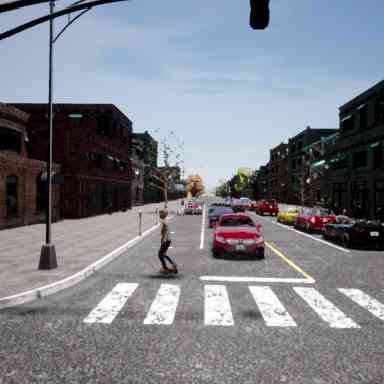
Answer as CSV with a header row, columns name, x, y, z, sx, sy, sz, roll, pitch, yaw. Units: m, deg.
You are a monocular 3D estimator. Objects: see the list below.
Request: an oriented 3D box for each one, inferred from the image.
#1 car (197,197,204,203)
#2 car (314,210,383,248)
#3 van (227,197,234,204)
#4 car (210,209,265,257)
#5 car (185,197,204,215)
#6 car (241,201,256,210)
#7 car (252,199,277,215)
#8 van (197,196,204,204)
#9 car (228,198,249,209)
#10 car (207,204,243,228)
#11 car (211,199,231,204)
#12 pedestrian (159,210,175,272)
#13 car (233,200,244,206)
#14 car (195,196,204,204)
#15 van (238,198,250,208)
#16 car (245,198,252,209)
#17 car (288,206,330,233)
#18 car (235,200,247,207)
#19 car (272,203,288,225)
name,x,y,z,sx,sy,sz,roll,pitch,yaw
car,2.441,2.252,93.877,1.967,1.590,4.097,0,-1,2
car,7.689,1.800,15.928,1.947,1.339,4.313,0,-1,2
van,10.814,2.287,93.541,1.690,1.788,3.998,0,-1,2
car,1.778,1.644,13.632,1.812,1.442,4.674,1,0,3
car,0.210,1.745,38.440,1.967,1.590,4.097,0,-1,2
car,9.251,2.173,54.734,1.802,1.307,4.206,0,-1,2
car,8.583,1.754,38.105,2.192,1.841,5.009,0,-1,2
van,2.218,2.103,88.334,1.690,1.788,3.998,0,-1,2
car,6.365,2.027,47.153,2.033,1.411,5.357,1,0,3
car,2.209,1.774,23.576,1.994,1.385,4.181,1,0,2
car,2.628,1.810,33.884,1.837,1.490,4.892,1,-1,2
pedestrian,-0.760,1.335,9.428,0.375,1.860,0.375,0,0,2
car,9.920,2.326,71.365,1.802,1.307,4.206,0,-1,2
car,1.996,2.026,82.790,2.192,1.841,5.009,0,-1,2
van,9.475,1.983,60.280,1.690,1.788,3.998,0,-1,2
car,9.028,1.981,49.191,1.967,1.590,4.097,0,-1,2
car,7.913,1.726,21.473,1.967,1.590,4.097,0,-1,2
car,9.697,2.238,65.821,1.887,1.381,4.507,0,-1,2
car,8.142,1.864,27.186,1.752,1.417,4.829,0,-1,2
